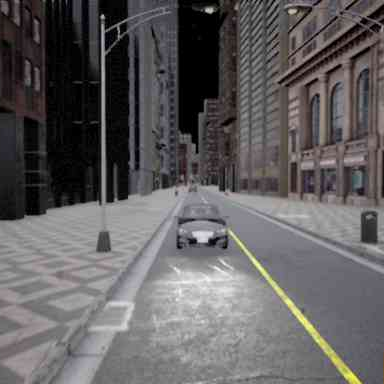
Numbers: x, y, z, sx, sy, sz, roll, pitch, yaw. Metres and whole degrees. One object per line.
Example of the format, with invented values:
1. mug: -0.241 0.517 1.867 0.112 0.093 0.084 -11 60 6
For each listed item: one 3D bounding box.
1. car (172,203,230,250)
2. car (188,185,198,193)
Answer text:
1. car: 0.341 1.215 13.061 2.128 1.511 4.902 0 1 0
2. car: 0.262 -0.766 85.285 2.150 2.045 5.566 0 1 0
